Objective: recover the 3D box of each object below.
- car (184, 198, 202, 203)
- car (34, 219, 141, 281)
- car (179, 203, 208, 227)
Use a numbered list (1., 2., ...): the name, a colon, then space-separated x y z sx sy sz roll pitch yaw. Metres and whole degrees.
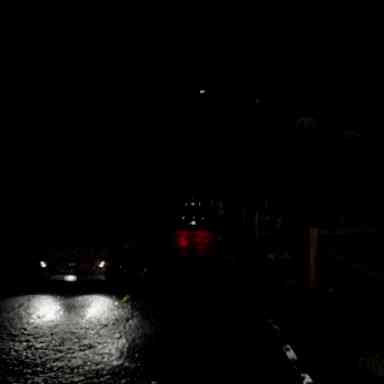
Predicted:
1. car: 0.105 1.516 41.128 2.097 1.767 4.553 0 0 0
2. car: -2.749 1.574 10.187 2.033 1.411 5.357 0 0 0
3. car: 0.103 1.675 23.376 1.895 1.301 4.718 0 0 0
